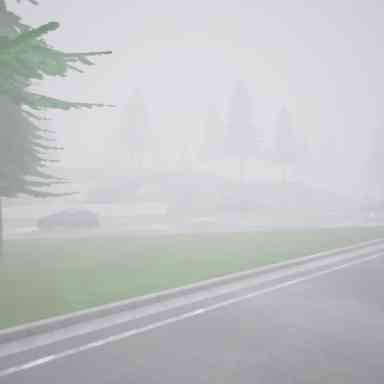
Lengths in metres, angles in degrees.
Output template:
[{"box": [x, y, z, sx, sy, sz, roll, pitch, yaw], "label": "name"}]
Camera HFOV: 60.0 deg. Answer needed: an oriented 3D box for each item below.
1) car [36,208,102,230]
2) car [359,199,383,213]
[{"box": [-8.356, 1.799, 22.783, 4.181, 1.385, 1.994, -1, 0, -10], "label": "car"}, {"box": [19.841, 1.447, 35.382, 4.674, 1.442, 1.812, -1, 0, -27], "label": "car"}]
